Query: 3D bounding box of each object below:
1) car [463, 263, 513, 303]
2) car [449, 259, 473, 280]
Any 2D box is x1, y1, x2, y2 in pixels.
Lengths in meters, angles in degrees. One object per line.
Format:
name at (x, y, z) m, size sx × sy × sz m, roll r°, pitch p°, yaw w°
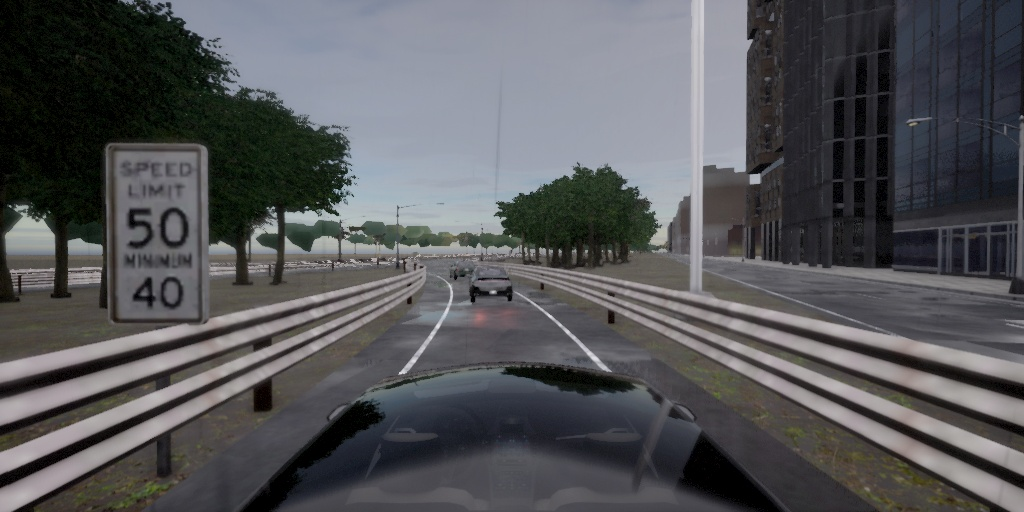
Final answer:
car at (-1.105, 1.265, 16.948) m, size 2.128 × 1.511 × 4.902 m, roll 0°, pitch 0°, yaw -8°
car at (-4.380, 1.178, 32.050) m, size 2.097 × 1.767 × 4.553 m, roll 0°, pitch 0°, yaw -16°
